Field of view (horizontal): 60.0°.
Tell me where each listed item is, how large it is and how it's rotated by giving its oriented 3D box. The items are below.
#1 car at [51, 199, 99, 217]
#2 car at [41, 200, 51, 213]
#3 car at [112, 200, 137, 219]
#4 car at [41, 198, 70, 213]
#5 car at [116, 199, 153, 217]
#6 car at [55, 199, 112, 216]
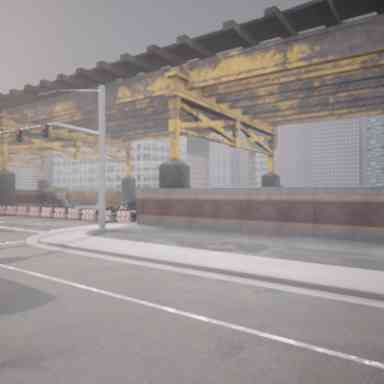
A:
[{"bbox_3d":[-9.722,1.445,30.387,4.974,1.542,2.038,0,0,-1],"label":"car"},{"bbox_3d":[-13.480,1.444,33.054,2.038,1.542,4.974,0,0,-11],"label":"car"},{"bbox_3d":[-4.894,1.447,27.914,2.038,1.542,4.974,0,0,-26],"label":"car"},{"bbox_3d":[-13.491,1.286,33.105,1.853,1.218,4.536,0,0,-11],"label":"car"},{"bbox_3d":[-4.917,1.289,27.960,1.853,1.218,4.536,0,0,-26],"label":"car"},{"bbox_3d":[-9.670,1.288,30.388,4.536,1.218,1.853,0,0,-1],"label":"car"}]
